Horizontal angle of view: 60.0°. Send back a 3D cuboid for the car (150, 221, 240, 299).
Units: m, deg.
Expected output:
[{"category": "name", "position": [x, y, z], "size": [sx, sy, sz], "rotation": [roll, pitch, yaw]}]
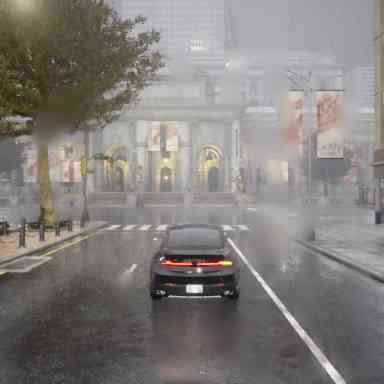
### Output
[{"category": "car", "position": [0.064, 1.505, 8.449], "size": [1.837, 1.490, 4.892], "rotation": [0, 0, 0]}]
